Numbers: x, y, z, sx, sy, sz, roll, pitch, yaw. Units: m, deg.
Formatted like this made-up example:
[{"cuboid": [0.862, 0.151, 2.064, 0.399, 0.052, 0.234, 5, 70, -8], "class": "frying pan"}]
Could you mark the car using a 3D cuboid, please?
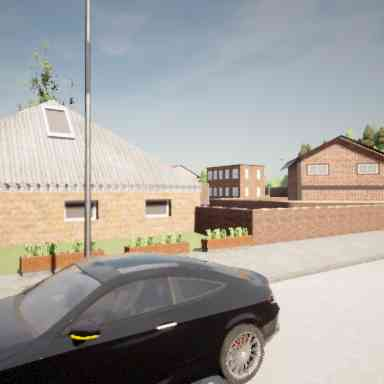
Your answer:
[{"cuboid": [-0.956, 1.526, 3.931, 4.674, 1.442, 1.812, 0, 0, -33], "class": "car"}]
